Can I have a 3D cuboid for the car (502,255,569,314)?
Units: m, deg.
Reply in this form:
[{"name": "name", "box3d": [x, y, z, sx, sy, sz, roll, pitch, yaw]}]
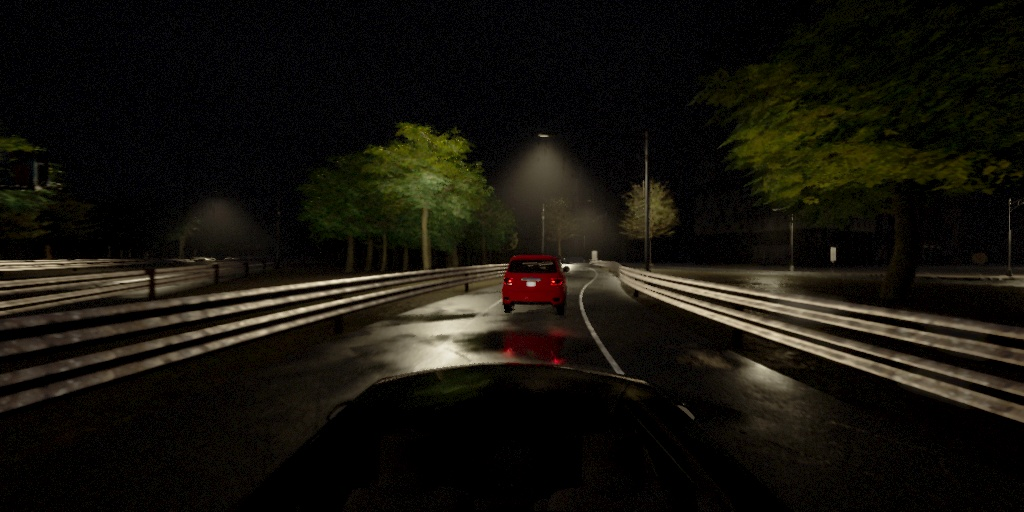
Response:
[{"name": "car", "box3d": [1.027, 0.997, 14.105, 2.150, 2.045, 5.566, 0, 0, 9]}]
